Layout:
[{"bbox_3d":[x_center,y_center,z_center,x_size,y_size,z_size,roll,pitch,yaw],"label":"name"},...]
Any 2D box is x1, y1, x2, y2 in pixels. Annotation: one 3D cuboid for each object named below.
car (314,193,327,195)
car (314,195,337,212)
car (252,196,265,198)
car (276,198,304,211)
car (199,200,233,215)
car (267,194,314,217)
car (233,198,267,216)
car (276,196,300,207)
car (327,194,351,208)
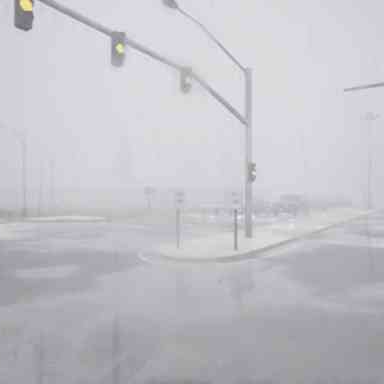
[{"bbox_3d":[19.678,1.221,51.595,2.150,2.045,5.566,0,0,36],"label":"car"},{"bbox_3d":[15.550,1.476,40.049,1.882,1.535,5.008,0,0,36],"label":"car"},{"bbox_3d":[7.926,1.351,41.471,2.097,1.767,4.553,0,0,36],"label":"car"},{"bbox_3d":[12.370,1.504,41.623,1.837,1.490,4.892,0,0,36],"label":"car"},{"bbox_3d":[2.605,1.525,34.201,1.812,1.442,4.674,0,0,37],"label":"car"},{"bbox_3d":[9.532,1.221,31.804,2.150,2.045,5.566,0,0,36],"label":"car"},{"bbox_3d":[6.223,1.563,33.204,1.994,1.385,4.181,0,0,36],"label":"car"},{"bbox_3d":[14.758,1.476,50.818,1.882,1.535,5.008,0,0,37],"label":"car"},{"bbox_3d":[21.479,1.352,48.162,2.097,1.767,4.553,0,0,36],"label":"car"}]
